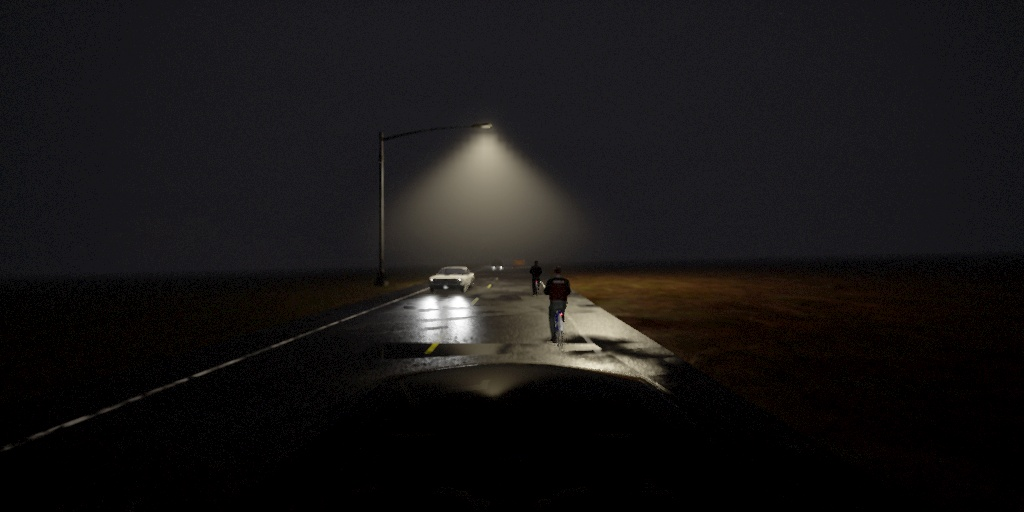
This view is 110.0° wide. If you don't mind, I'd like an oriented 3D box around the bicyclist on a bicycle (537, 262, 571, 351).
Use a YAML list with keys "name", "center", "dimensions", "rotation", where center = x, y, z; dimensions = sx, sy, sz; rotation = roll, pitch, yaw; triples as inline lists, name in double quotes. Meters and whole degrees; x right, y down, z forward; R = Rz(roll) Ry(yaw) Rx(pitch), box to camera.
- name: "bicyclist on a bicycle"
  center: [1.009, 1.102, 8.089]
  dimensions: [0.659, 1.776, 1.843]
  rotation: [0, 0, 1]

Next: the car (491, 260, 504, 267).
- name: "car"
  center: [-2.456, 1.149, 61.584]
  dimensions: [1.994, 1.385, 4.181]
  rotation: [0, 0, 1]

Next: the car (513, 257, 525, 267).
- name: "car"
  center: [1.172, 1.067, 59.425]
  dimensions: [1.882, 1.535, 5.008]
  rotation: [0, 0, 1]

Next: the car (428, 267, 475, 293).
- name: "car"
  center: [-3.351, 1.296, 20.509]
  dimensions: [1.895, 1.301, 4.718]
  rotation: [0, 0, 1]

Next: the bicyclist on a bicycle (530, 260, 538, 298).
- name: "bicyclist on a bicycle"
  center: [1.141, 1.075, 17.060]
  dimensions: [0.659, 1.776, 1.843]
  rotation: [0, 0, 1]
